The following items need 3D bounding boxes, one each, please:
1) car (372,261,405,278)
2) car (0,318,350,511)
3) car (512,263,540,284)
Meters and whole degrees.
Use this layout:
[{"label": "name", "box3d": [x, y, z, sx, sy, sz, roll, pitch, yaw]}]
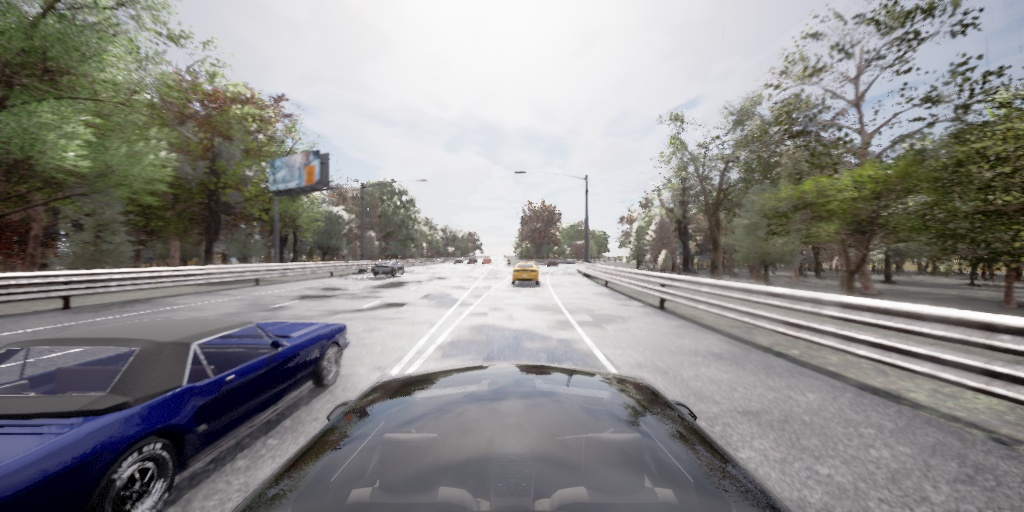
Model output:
[{"label": "car", "box3d": [-11.443, 1.190, 33.517, 2.128, 1.511, 4.902, 0, 0, -2]}, {"label": "car", "box3d": [-3.603, 1.335, 3.909, 1.895, 1.301, 4.718, 0, 0, -2]}, {"label": "car", "box3d": [1.089, 1.236, 27.065, 1.882, 1.535, 5.008, 0, 0, 5]}]
